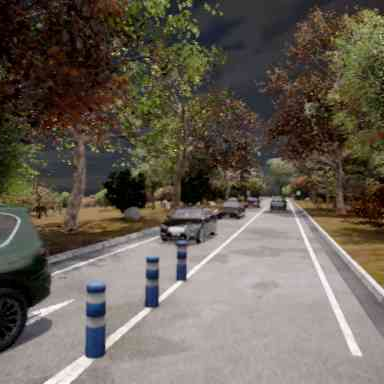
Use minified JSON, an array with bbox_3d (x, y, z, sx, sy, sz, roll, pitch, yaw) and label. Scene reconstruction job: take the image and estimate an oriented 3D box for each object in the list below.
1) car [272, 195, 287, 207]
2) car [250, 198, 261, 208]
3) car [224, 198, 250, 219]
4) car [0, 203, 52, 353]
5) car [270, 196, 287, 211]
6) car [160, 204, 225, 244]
[{"bbox_3d":[13.426,1.380,51.032,2.097,1.767,4.553,1,0,16],"label":"car"},{"bbox_3d":[8.382,1.506,45.985,1.994,1.385,4.181,1,0,16],"label":"car"},{"bbox_3d":[3.523,1.500,28.842,2.033,1.411,5.357,1,1,16],"label":"car"},{"bbox_3d":[-4.199,1.165,3.587,2.150,2.045,5.566,1,0,24],"label":"car"},{"bbox_3d":[10.632,1.464,41.006,2.128,1.511,4.902,1,0,16],"label":"car"},{"bbox_3d":[-0.018,1.488,16.181,2.128,1.511,4.902,1,0,15],"label":"car"}]
